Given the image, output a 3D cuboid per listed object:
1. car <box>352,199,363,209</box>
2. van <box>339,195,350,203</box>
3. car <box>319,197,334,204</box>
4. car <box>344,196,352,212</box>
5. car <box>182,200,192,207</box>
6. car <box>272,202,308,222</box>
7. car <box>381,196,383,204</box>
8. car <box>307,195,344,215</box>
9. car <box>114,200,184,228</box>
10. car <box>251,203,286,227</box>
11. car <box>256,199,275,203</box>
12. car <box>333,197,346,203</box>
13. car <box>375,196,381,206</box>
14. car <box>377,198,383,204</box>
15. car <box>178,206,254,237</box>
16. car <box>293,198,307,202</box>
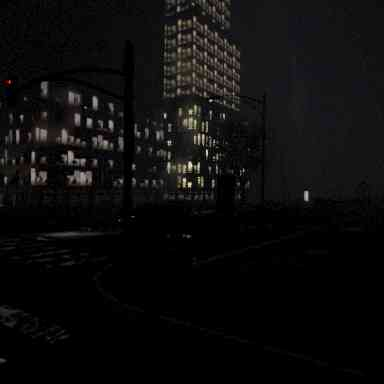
[{"bbox_3d":[25.052,1.768,51.210,1.967,1.590,4.097,1,0,36],"label":"car"},{"bbox_3d":[38.100,1.697,82.977,1.690,1.788,3.998,1,0,36],"label":"van"},{"bbox_3d":[28.204,1.839,69.582,1.947,1.339,4.313,1,0,36],"label":"car"},{"bbox_3d":[18.498,1.715,42.251,1.967,1.590,4.097,1,0,36],"label":"car"},{"bbox_3d":[-1.581,1.471,29.474,1.967,1.590,4.097,1,0,36],"label":"car"},{"bbox_3d":[7.991,1.773,27.899,1.802,1.307,4.206,1,0,36],"label":"car"},{"bbox_3d":[41.544,1.779,73.534,2.192,1.841,5.009,1,0,36],"label":"car"},{"bbox_3d":[15.227,1.564,37.766,2.192,1.841,5.009,1,0,36],"label":"car"},{"bbox_3d":[-3.098,1.536,22.840,2.128,1.511,4.902,1,1,36],"label":"car"},{"bbox_3d":[4.736,1.732,23.491,1.947,1.339,4.313,1,0,36],"label":"car"},{"bbox_3d":[8.365,1.644,38.335,1.837,1.490,4.892,1,0,37],"label":"car"},{"bbox_3d":[34.699,1.853,78.376,1.752,1.417,4.829,1,0,36],"label":"car"},{"bbox_3d":[35.046,1.935,64.741,1.752,1.417,4.829,1,0,36],"label":"car"},{"bbox_3d":[44.839,2.042,78.000,2.008,1.369,4.403,1,0,36],"label":"car"},{"bbox_3d":[1.479,1.691,19.081,2.008,1.369,4.403,1,0,36],"label":"car"},{"bbox_3d":[18.208,1.717,56.051,1.752,1.417,4.829,1,0,36],"label":"car"}]
